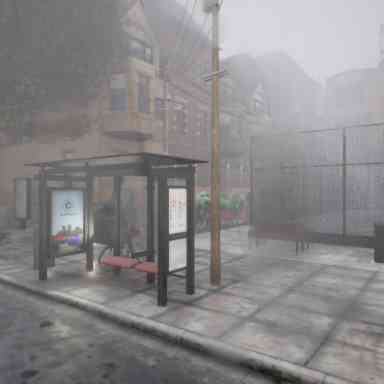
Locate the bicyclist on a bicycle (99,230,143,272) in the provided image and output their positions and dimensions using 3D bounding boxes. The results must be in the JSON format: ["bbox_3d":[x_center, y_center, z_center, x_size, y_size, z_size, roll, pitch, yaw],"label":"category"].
[{"bbox_3d":[-1.864,1.338,9.161,0.582,1.620,1.656,1,-3,36],"label":"bicyclist on a bicycle"}]
